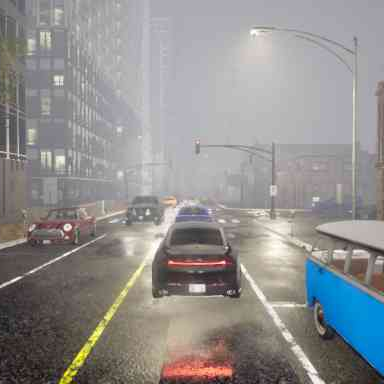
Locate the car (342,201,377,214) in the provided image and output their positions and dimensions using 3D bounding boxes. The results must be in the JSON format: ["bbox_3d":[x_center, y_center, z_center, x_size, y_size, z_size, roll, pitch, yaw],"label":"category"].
[{"bbox_3d":[16.381,1.793,29.957,4.313,1.339,1.947,1,0,1],"label":"car"}]

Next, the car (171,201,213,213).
[{"bbox_3d":[0.070,1.472,17.956,1.882,1.535,5.008,0,0,0],"label":"car"}]

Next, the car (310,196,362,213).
[{"bbox_3d":[16.480,1.411,38.334,5.009,1.841,2.192,1,0,1],"label":"car"}]

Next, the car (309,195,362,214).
[{"bbox_3d":[15.507,1.349,35.749,5.566,2.045,2.150,1,1,1],"label":"car"}]

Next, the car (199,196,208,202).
[{"bbox_3d":[2.590,1.564,75.539,1.802,1.307,4.206,-1,0,0],"label":"car"}]

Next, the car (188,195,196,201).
[{"bbox_3d":[-0.094,1.480,79.533,1.837,1.490,4.892,0,0,0],"label":"car"}]

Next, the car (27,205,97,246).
[{"bbox_3d":[-5.722,1.436,15.060,1.967,1.590,4.097,-1,0,0],"label":"car"}]

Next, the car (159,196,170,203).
[{"bbox_3d":[-5.751,1.549,69.940,1.947,1.339,4.313,-1,0,0],"label":"car"}]

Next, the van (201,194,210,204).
[{"bbox_3d":[2.599,1.325,64.251,1.690,1.788,3.998,-1,0,0],"label":"van"}]

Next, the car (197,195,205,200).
[{"bbox_3d":[2.570,1.531,92.471,2.008,1.369,4.403,-1,0,0],"label":"car"}]

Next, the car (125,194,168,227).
[{"bbox_3d":[-3.130,1.215,23.099,2.150,2.045,5.566,0,0,0],"label":"car"}]

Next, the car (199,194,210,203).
[{"bbox_3d":[2.592,1.298,69.895,2.192,1.841,5.009,-1,0,0],"label":"car"}]

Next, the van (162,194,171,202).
[{"bbox_3d":[-5.761,1.323,75.584,1.690,1.788,3.998,-1,0,0],"label":"van"}]

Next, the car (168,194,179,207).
[{"bbox_3d":[-3.150,1.465,46.463,1.882,1.535,5.008,0,0,0],"label":"car"}]

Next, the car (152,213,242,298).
[{"bbox_3d":[0.088,1.502,8.468,1.837,1.490,4.892,0,0,0],"label":"car"}]

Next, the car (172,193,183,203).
[{"bbox_3d":[-3.083,1.208,71.296,2.150,2.045,5.566,0,0,0],"label":"car"}]

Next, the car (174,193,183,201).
[{"bbox_3d":[-3.148,1.476,59.484,2.128,1.511,4.902,0,0,0],"label":"car"}]

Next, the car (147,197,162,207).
[{"bbox_3d":[-5.902,1.512,52.838,1.752,1.417,4.829,-1,0,0],"label":"car"}]

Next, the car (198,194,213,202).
[{"bbox_3d":[2.607,1.425,58.607,1.967,1.590,4.097,-1,0,0],"label":"car"}]

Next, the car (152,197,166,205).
[{"bbox_3d":[-5.738,1.551,58.651,1.947,1.339,4.313,-1,0,0],"label":"car"}]

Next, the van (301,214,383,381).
[{"bbox_3d":[2.669,1.340,3.986,1.690,1.788,3.998,-1,0,0],"label":"van"}]
